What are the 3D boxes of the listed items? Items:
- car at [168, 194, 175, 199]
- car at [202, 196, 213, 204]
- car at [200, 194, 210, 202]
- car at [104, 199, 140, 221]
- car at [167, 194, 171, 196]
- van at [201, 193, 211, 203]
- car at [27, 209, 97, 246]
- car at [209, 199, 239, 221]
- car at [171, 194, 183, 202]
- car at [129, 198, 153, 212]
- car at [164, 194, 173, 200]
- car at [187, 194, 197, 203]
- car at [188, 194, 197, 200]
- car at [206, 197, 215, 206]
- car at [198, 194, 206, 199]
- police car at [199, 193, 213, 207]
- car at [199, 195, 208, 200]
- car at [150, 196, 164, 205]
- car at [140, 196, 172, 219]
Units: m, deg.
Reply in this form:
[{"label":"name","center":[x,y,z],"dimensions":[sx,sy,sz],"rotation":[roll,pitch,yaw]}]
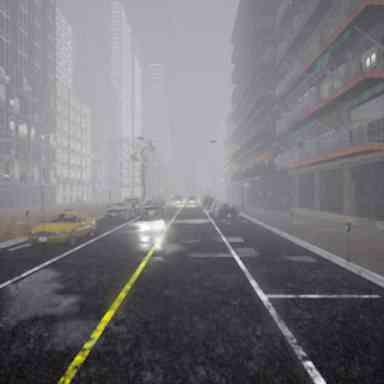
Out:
[{"label":"car","center":[-5.667,1.304,92.723],"dimensions":[1.887,1.381,4.507],"rotation":[0,0,0]},{"label":"car","center":[2.705,1.409,59.525],"dimensions":[1.802,1.307,4.206],"rotation":[0,0,0]},{"label":"car","center":[2.707,1.243,70.589],"dimensions":[1.967,1.590,4.097],"rotation":[0,0,0]},{"label":"car","center":[-5.684,1.467,26.331],"dimensions":[2.008,1.369,4.403],"rotation":[0,0,0]},{"label":"car","center":[-5.674,1.397,65.060],"dimensions":[1.802,1.307,4.206],"rotation":[0,0,0]},{"label":"van","center":[2.706,1.156,65.056],"dimensions":[1.690,1.788,3.998],"rotation":[0,0,0]},{"label":"car","center":[-5.686,1.476,15.096],"dimensions":[1.752,1.417,4.829],"rotation":[0,0,0]},{"label":"car","center":[2.697,1.466,26.329],"dimensions":[2.008,1.369,4.403],"rotation":[0,0,0]},{"label":"car","center":[-2.982,1.280,68.880],"dimensions":[1.882,1.535,5.008],"rotation":[0,0,0]},{"label":"car","center":[-5.681,1.434,37.396],"dimensions":[2.008,1.369,4.403],"rotation":[0,0,0]},{"label":"car","center":[-5.670,1.306,81.487],"dimensions":[1.752,1.417,4.829],"rotation":[0,0,0]},{"label":"car","center":[0.017,1.348,66.511],"dimensions":[1.812,1.442,4.674],"rotation":[0,0,0]},{"label":"car","center":[0.023,1.184,81.489],"dimensions":[2.128,1.511,4.902],"rotation":[0,0,0]},{"label":"car","center":[2.698,1.450,31.862],"dimensions":[2.008,1.369,4.403],"rotation":[0,0,0]},{"label":"car","center":[2.713,1.310,92.720],"dimensions":[2.008,1.369,4.403],"rotation":[0,0,0]},{"label":"police car","center":[2.378,1.281,47.238],"dimensions":[1.930,1.638,5.238],"rotation":[0,0,0]},{"label":"car","center":[2.710,1.331,81.654],"dimensions":[2.008,1.369,4.403],"rotation":[0,0,0]},{"label":"car","center":[-5.677,1.366,53.824],"dimensions":[1.752,1.417,4.829],"rotation":[0,0,0]},{"label":"car","center":[-3.089,1.402,27.968],"dimensions":[2.128,1.511,4.902],"rotation":[0,0,0]}]
